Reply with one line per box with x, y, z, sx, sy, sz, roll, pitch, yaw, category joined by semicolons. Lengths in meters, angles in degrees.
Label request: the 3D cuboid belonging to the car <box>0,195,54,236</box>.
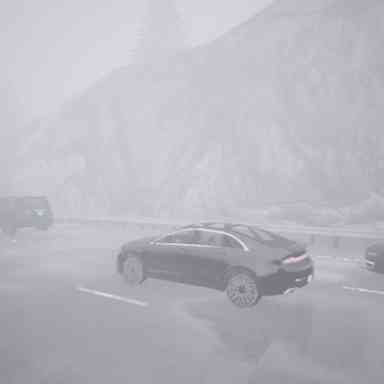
-10.125;1.201;18.489;5.566;2.045;2.150;0;0;30;car

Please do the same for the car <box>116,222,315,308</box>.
0.305;1.476;7.881;4.902;1.511;2.128;0;0;34;car

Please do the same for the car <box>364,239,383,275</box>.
6.727;1.481;7.690;4.892;1.490;1.837;0;0;36;car
